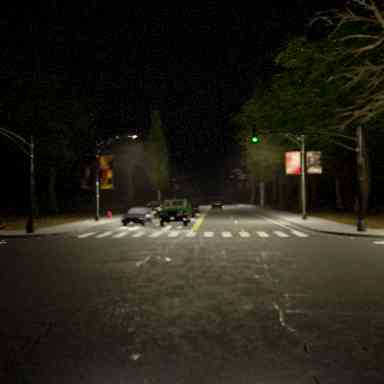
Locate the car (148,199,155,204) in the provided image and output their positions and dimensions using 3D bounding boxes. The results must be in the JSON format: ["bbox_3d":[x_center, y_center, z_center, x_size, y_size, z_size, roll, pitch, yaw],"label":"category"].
[{"bbox_3d":[-3.774,1.855,38.394,2.150,2.045,5.566,-1,-1,4],"label":"car"}]

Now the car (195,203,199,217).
[{"bbox_3d":[-0.611,2.130,36.852,1.994,1.385,4.181,-1,-1,5],"label":"car"}]

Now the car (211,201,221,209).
[{"bbox_3d":[4.947,2.619,67.644,1.882,1.535,5.008,-1,-1,4],"label":"car"}]

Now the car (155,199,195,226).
[{"bbox_3d":[-1.281,1.640,27.471,2.150,2.045,5.566,-1,-1,4],"label":"car"}]

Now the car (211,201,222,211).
[{"bbox_3d":[4.274,2.417,57.300,2.128,1.511,4.902,-1,-1,4],"label":"car"}]

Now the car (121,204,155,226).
[{"bbox_3d":[-4.481,2.018,28.231,2.033,1.411,5.357,-1,-1,4],"label":"car"}]
